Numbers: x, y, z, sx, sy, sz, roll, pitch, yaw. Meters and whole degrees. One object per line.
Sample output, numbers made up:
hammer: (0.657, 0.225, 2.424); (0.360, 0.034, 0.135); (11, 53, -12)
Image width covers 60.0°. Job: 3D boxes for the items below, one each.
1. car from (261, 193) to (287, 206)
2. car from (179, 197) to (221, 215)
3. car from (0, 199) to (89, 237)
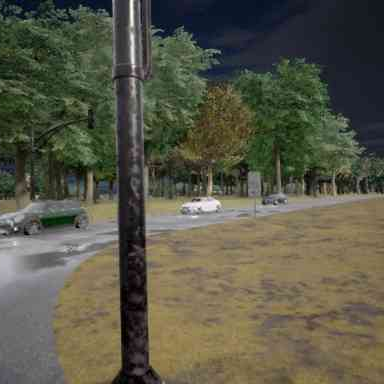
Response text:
car: (10.371, 0.906, 41.753); (1.837, 1.490, 4.892); (-3, 1, 38)
car: (0.829, 1.173, 29.249); (1.812, 1.442, 4.674); (-3, -1, 37)
car: (-7.663, 1.219, 17.246); (2.097, 1.767, 4.553); (-2, 0, 30)
